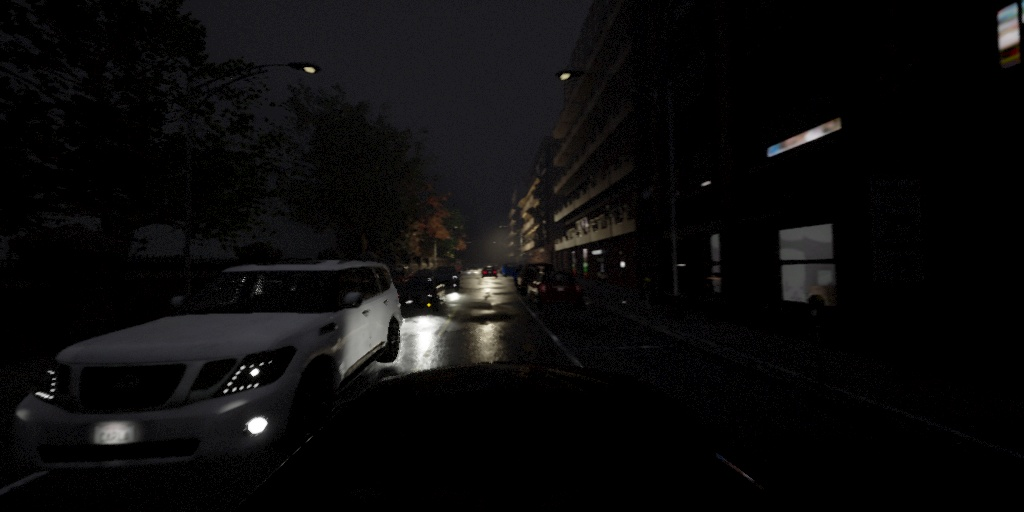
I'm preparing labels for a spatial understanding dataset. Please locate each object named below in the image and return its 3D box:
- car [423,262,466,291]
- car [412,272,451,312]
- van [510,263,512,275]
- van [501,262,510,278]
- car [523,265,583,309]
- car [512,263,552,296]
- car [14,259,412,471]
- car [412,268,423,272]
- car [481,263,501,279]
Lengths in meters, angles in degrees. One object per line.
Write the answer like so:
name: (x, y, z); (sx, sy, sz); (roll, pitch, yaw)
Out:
car: (-4.676, 1.506, 25.482); (2.097, 1.767, 4.553); (-1, -1, -4)
car: (-3.973, 1.567, 15.468); (1.994, 1.385, 4.181); (-1, -1, -4)
van: (1.017, 1.436, 27.083); (1.690, 1.789, 3.998); (0, 0, -4)
van: (-0.146, 1.685, 43.612); (1.690, 1.789, 3.998); (0, 0, -4)
car: (1.793, 1.368, 16.065); (1.967, 1.591, 4.097); (0, 0, -4)
car: (1.405, 1.326, 21.574); (2.192, 1.841, 5.009); (0, 0, -4)
car: (-3.286, 1.075, 5.552); (2.150, 2.045, 5.566); (-1, -1, -4)
car: (-6.954, 1.438, 20.985); (2.192, 1.841, 5.009); (0, 0, -4)
car: (-2.679, 1.916, 42.743); (2.033, 1.411, 5.357); (-1, -1, -4)
